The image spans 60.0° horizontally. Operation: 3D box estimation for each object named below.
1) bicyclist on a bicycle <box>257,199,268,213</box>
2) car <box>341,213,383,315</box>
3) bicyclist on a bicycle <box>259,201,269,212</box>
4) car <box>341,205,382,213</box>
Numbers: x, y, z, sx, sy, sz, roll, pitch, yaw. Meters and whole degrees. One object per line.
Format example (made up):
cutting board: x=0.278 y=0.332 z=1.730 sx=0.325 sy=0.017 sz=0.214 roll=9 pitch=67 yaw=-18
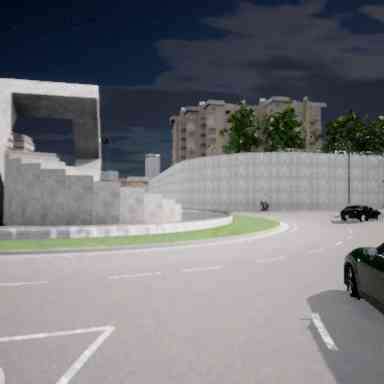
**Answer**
bicyclist on a bicycle: x=10.011 y=2.005 z=47.403 sx=1.656 sy=1.620 sz=0.582 roll=-11 pitch=7 yaw=-43
car: x=4.351 y=1.448 z=5.863 sx=2.097 sy=1.767 sz=4.553 roll=0 pitch=-1 yaw=8
bicyclist on a bicycle: x=10.453 y=2.039 z=46.964 sx=1.656 sy=1.620 sz=0.582 roll=-6 pitch=12 yaw=-40
car: x=15.727 y=1.960 z=30.766 sx=4.892 sy=1.490 sz=1.837 roll=1 pitch=-2 yaw=-34
